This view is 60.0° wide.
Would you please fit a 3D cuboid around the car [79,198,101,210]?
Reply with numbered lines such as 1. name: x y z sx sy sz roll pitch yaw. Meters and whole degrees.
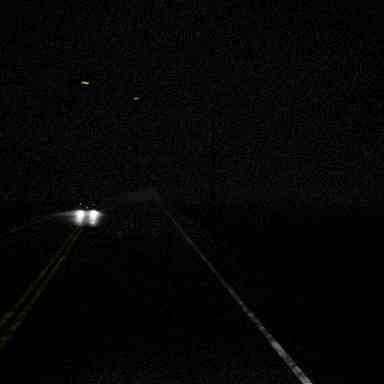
1. car: -11.995 1.431 39.303 1.895 1.301 4.718 1 0 -7
